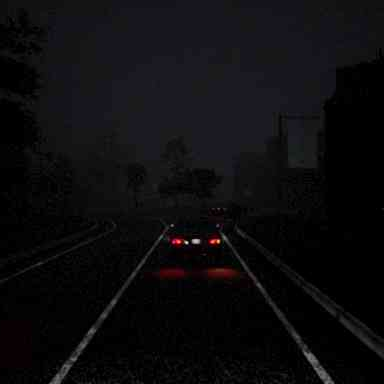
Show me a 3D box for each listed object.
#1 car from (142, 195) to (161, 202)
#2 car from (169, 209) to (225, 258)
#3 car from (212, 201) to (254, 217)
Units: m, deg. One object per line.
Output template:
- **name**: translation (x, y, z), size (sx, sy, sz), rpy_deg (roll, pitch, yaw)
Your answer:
- **car**: translation (-11.993, 1.994, 94.752), size (4.553, 1.767, 2.185), rpy_deg (0, -2, -2)
- **car**: translation (0.122, 1.599, 12.878), size (2.033, 1.411, 5.357), rpy_deg (0, 0, 0)
- **car**: translation (3.953, 1.579, 31.990), size (2.033, 1.411, 5.357), rpy_deg (-1, -1, 38)
